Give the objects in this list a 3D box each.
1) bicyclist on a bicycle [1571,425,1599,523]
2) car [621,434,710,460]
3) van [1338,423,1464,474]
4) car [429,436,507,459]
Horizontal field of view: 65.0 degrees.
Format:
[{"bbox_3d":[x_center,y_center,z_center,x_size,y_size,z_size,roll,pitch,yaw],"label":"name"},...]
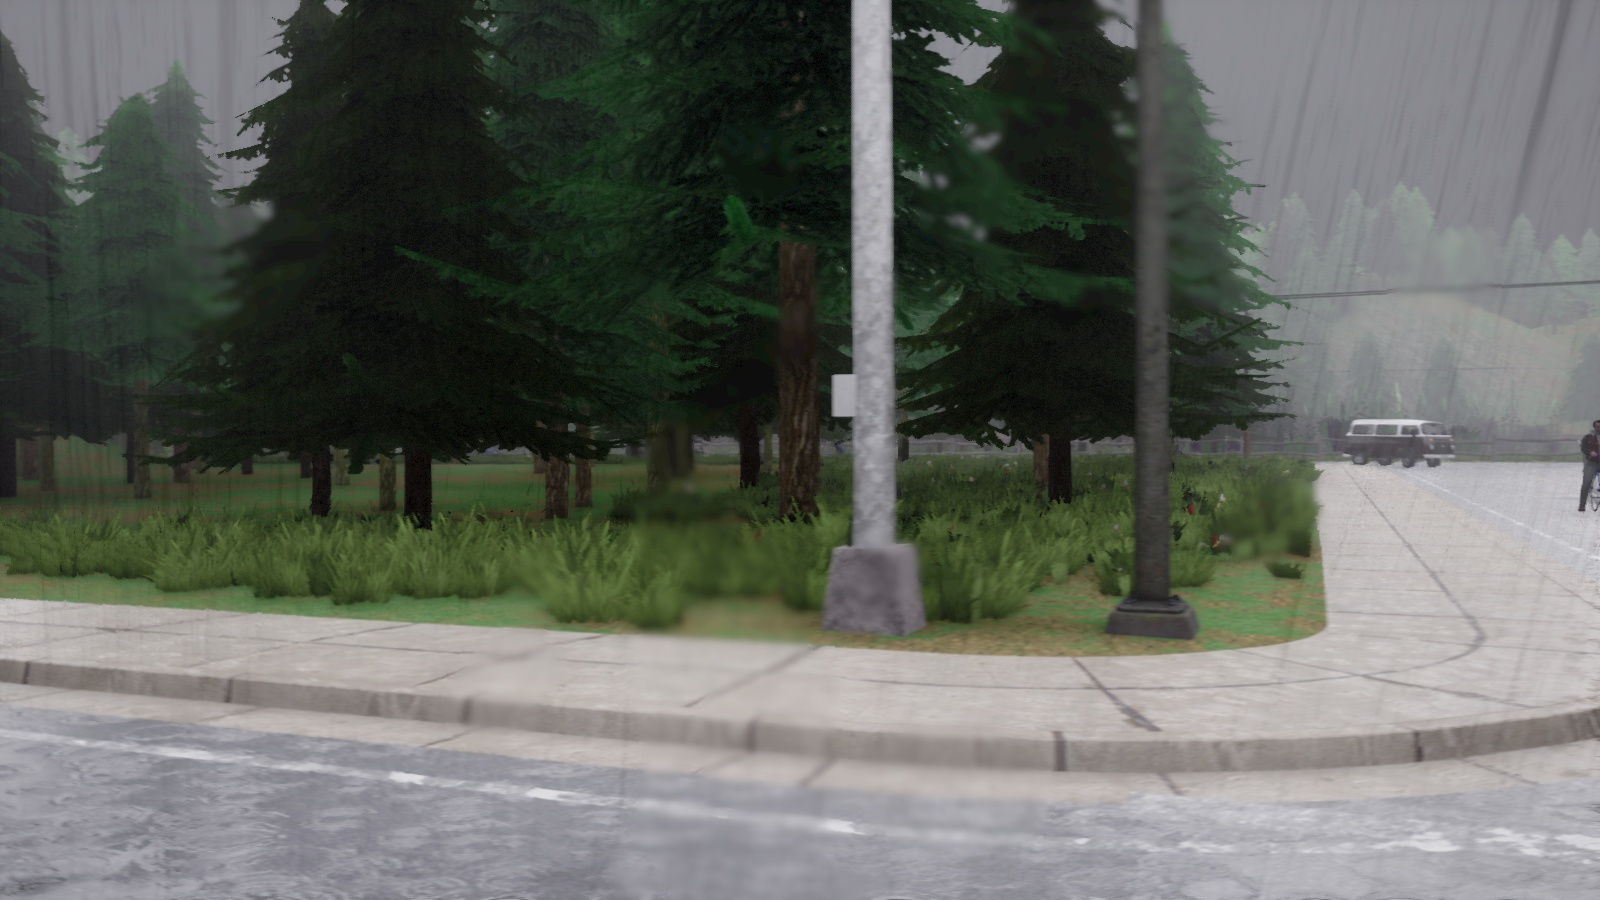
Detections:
[{"bbox_3d":[14.934,0.432,23.395,0.659,1.776,1.843,0,0,22],"label":"bicyclist on a bicycle"},{"bbox_3d":[-8.027,-0.174,74.968,4.902,1.511,2.128,0,1,23],"label":"car"},{"bbox_3d":[25.302,-0.099,53.019,2.069,2.038,4.480,1,1,-24],"label":"van"},{"bbox_3d":[-21.353,-0.185,80.731,4.674,1.442,1.812,0,1,23],"label":"car"}]
